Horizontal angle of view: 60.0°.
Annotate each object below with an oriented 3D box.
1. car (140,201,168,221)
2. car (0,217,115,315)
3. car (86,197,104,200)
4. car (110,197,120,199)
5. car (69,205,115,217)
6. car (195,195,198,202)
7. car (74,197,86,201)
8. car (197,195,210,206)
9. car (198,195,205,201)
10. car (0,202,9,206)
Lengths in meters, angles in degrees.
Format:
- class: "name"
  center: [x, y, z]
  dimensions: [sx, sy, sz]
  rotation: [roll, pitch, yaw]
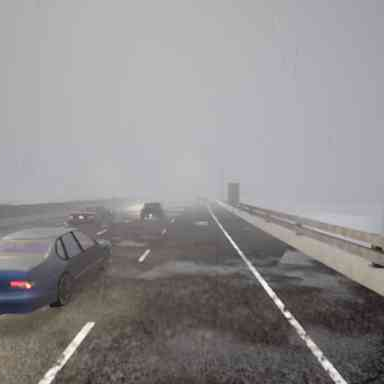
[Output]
- class: "car"
  center: [-3.142, 1.566, 28.058]
  dimensions: [1.837, 1.490, 4.892]
  rotation: [0, 0, 1]
- class: "car"
  center: [-3.376, 1.562, 7.885]
  dimensions: [2.033, 1.411, 5.357]
  rotation: [0, 0, 0]
- class: "car"
  center: [-19.591, 1.672, 68.561]
  dimensions: [1.882, 1.535, 5.008]
  rotation: [0, 0, 2]
- class: "car"
  center: [-16.037, 1.710, 69.779]
  dimensions: [1.812, 1.442, 4.674]
  rotation: [0, 0, 2]
- class: "car"
  center: [-6.729, 1.596, 22.787]
  dimensions: [2.033, 1.411, 5.357]
  rotation: [0, 0, 1]
- class: "car"
  center: [1.797, 1.502, 77.260]
  dimensions: [2.097, 1.767, 4.553]
  rotation: [0, 0, 3]
- class: "car"
  center: [-23.030, 1.729, 70.088]
  dimensions: [2.033, 1.411, 5.357]
  rotation: [0, 0, 2]
- class: "car"
  center: [2.277, 1.606, 58.654]
  dimensions: [1.801, 1.575, 5.366]
  rotation: [0, 0, 2]
- class: "car"
  center: [2.625, 1.670, 93.707]
  dimensions: [1.812, 1.442, 4.674]
  rotation: [0, 0, 3]
- class: "car"
  center: [-17.328, 1.591, 29.000]
  dimensions: [1.812, 1.442, 4.674]
  rotation: [0, 0, 1]
